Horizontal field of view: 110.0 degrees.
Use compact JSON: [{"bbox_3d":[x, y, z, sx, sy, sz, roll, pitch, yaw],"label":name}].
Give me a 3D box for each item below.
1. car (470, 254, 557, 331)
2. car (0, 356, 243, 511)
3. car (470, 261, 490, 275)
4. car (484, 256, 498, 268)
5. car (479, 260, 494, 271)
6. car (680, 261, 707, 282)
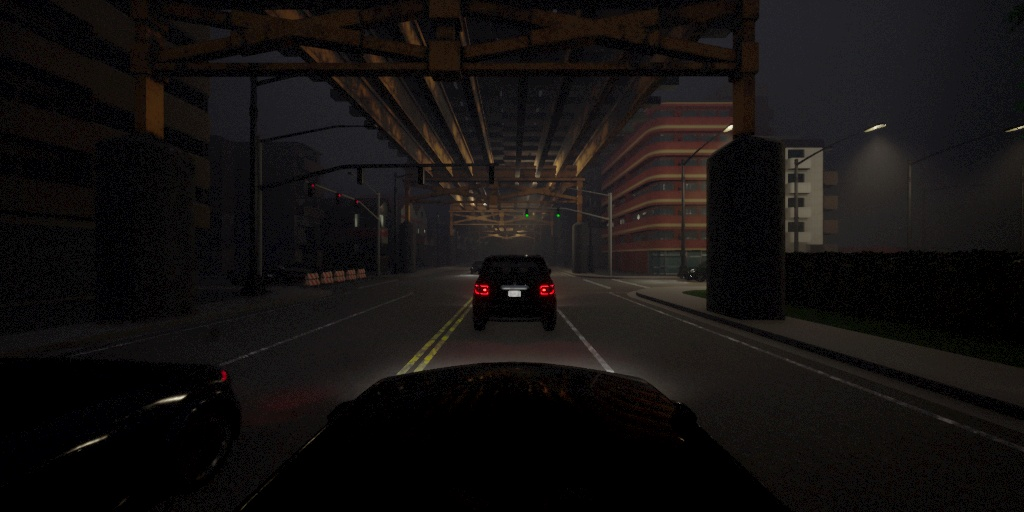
[{"bbox_3d":[0.077,0.972,11.088,2.150,2.045,5.566,0,0,0],"label":"car"},{"bbox_3d":[-3.595,1.314,1.715,1.994,1.385,4.181,0,0,0],"label":"car"},{"bbox_3d":[-3.565,1.273,40.671,1.812,1.442,4.674,0,0,0],"label":"car"},{"bbox_3d":[-3.528,0.951,61.503,2.150,2.045,5.566,0,0,0],"label":"car"},{"bbox_3d":[-3.551,1.272,50.760,1.812,1.442,4.674,0,0,0],"label":"car"},{"bbox_3d":[15.679,1.100,28.058,4.553,1.767,2.097,0,0,0],"label":"car"}]
